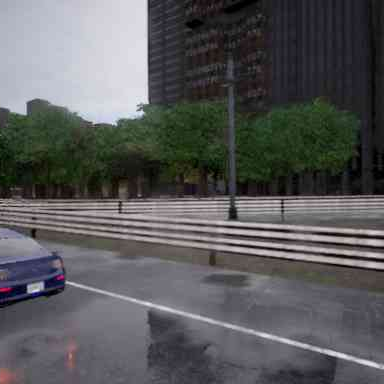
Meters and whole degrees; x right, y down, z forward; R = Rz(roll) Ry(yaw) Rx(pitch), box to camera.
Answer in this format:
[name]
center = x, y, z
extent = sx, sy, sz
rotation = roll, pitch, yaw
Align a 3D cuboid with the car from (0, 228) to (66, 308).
[car]
center = -4.627, 1.515, 7.270
extent = 4.674, 1.442, 1.812
rotation = 0, 0, 36
